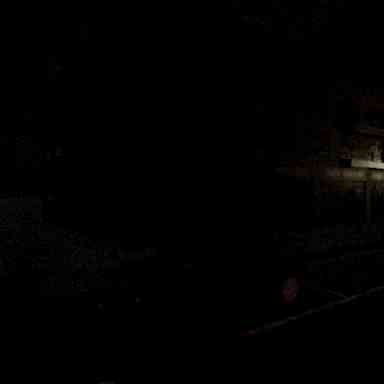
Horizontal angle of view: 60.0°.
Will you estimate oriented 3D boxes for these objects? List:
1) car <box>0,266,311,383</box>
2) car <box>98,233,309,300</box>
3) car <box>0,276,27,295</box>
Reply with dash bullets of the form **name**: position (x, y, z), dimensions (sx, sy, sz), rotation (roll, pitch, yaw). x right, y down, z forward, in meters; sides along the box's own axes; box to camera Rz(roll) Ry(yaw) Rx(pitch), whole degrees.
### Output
- **car**: position (-1.446, 1.601, 2.024), dimensions (4.718, 1.301, 1.895), rotation (0, 0, -35)
- **car**: position (0.399, 1.547, 6.494), dimensions (4.507, 1.381, 1.887), rotation (0, 0, -36)
- **car**: position (-4.002, 1.565, 3.354), dimensions (4.313, 1.339, 1.947), rotation (0, 0, -36)
